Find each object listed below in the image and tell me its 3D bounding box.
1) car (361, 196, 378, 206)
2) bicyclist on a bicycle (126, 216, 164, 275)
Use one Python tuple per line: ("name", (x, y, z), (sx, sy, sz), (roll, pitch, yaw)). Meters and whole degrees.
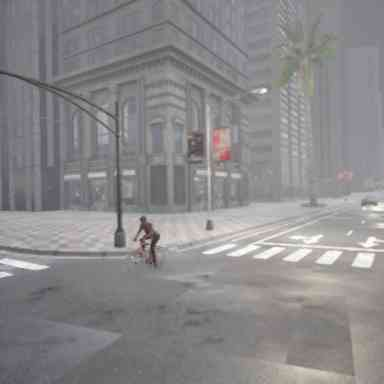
("car", (25.765, 1.334, 48.246), (1.994, 1.385, 4.181), (-2, 0, 32))
("bicyclist on a bicycle", (-1.325, 1.522, 9.687), (0.582, 1.620, 1.656), (-1, -2, 32))
